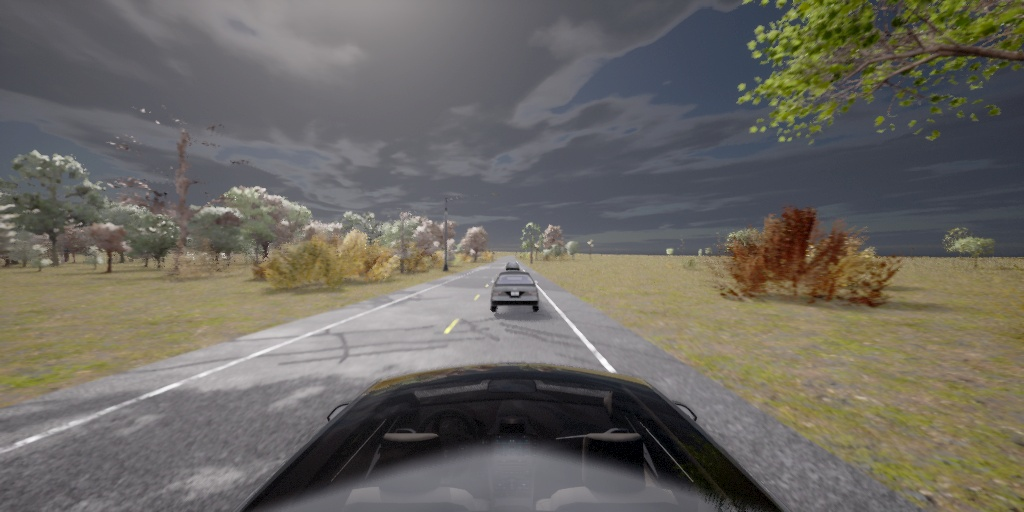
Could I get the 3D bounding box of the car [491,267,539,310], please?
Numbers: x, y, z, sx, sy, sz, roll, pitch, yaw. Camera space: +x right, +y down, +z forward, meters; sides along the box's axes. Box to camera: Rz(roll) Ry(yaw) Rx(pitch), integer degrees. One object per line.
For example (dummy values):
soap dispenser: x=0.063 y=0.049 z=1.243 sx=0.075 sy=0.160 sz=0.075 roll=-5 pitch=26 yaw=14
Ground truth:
car: x=0.101 y=1.350 z=14.883 sx=2.033 sy=1.411 sz=5.357 roll=0 pitch=0 yaw=0

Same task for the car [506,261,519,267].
car: x=0.103 y=1.493 z=54.504 sx=1.994 sy=1.385 sz=4.181 roll=0 pitch=0 yaw=0
